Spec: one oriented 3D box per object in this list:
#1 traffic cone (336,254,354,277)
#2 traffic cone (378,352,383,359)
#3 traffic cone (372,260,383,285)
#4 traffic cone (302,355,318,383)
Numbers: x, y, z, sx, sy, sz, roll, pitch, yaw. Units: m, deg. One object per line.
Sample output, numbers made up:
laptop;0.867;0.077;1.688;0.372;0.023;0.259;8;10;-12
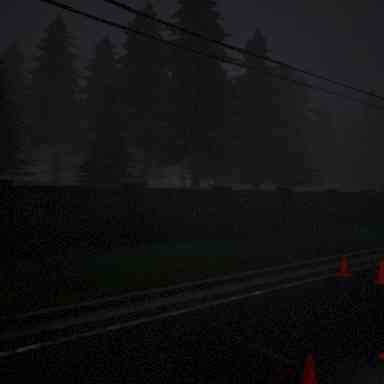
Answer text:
traffic cone;4.314;2.063;9.392;0.340;0.580;0.340;1;-1;-36
traffic cone;2.839;2.013;4.615;0.340;0.580;0.340;1;-1;-36
traffic cone;4.902;2.061;8.582;0.340;0.580;0.340;1;-1;-36
traffic cone;1.220;1.992;3.440;0.340;0.580;0.340;1;-1;-36
